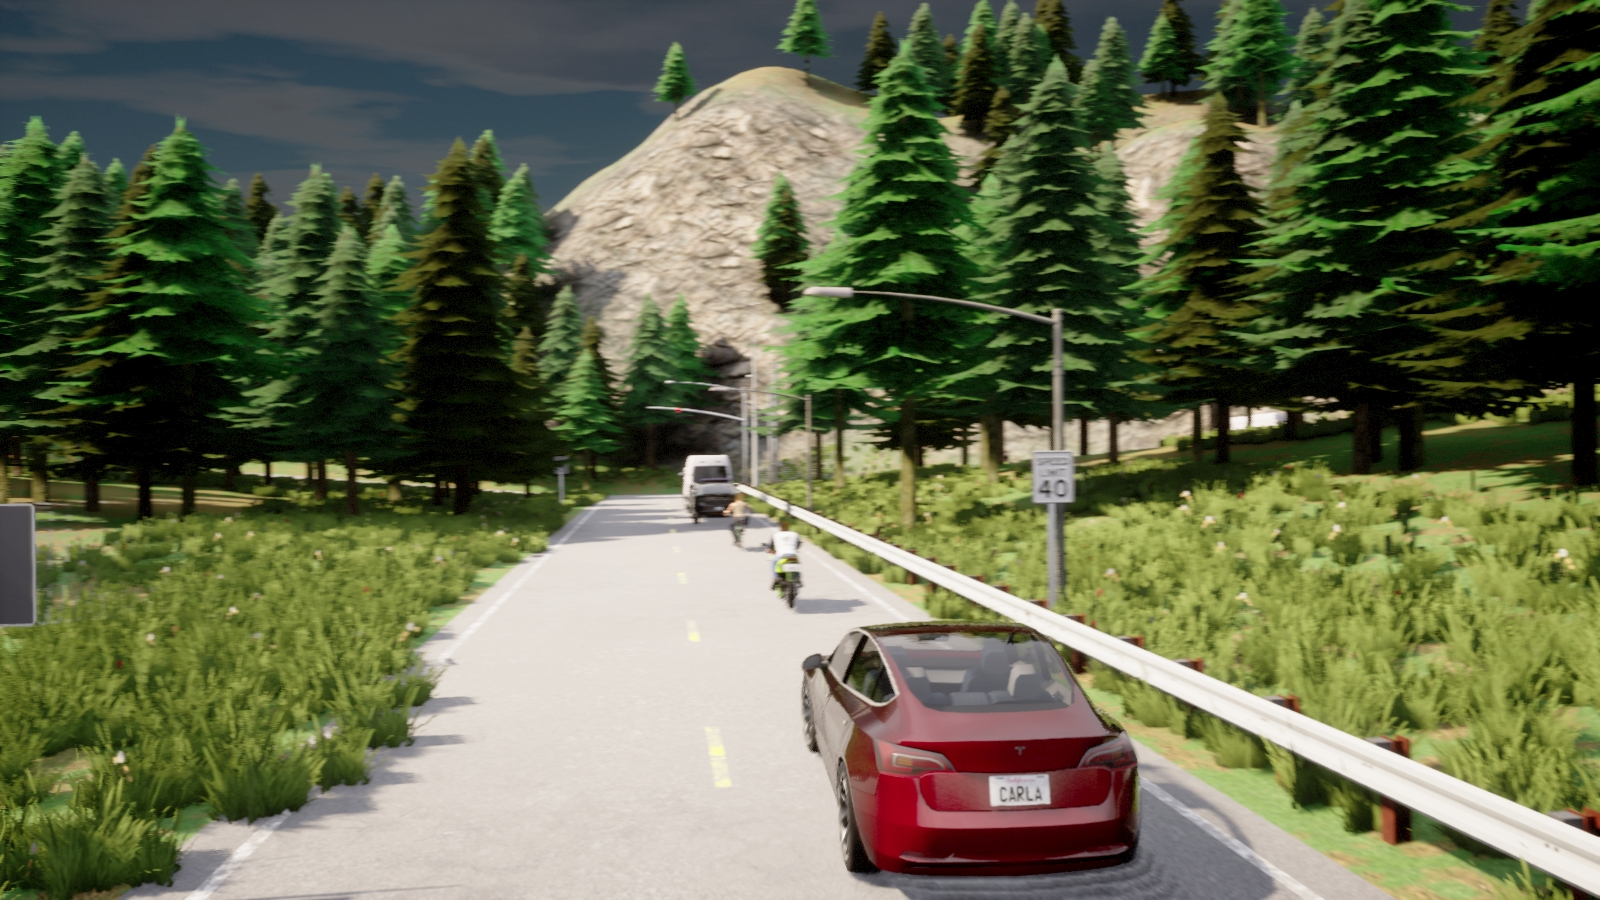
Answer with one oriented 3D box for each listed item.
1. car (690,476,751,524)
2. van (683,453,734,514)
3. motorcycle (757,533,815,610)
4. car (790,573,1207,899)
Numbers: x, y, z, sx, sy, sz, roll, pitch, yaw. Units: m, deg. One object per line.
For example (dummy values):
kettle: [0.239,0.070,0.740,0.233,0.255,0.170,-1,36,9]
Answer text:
car: [-3.198,1.902,44.898,2.097,1.638,5.238,-1,0,-7]
van: [-4.244,1.450,52.242,1.988,2.561,5.915,-1,0,-7]
motorcycle: [-0.277,2.154,20.579,0.803,1.145,2.033,-1,0,-7]
car: [1.167,2.013,9.147,2.163,1.488,4.792,-1,0,-4]
